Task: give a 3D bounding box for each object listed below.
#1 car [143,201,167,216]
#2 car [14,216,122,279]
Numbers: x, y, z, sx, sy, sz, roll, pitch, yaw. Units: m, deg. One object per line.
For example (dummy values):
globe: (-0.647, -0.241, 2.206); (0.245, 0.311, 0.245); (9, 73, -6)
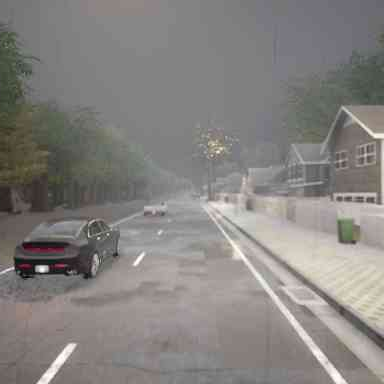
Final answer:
car: (-3.396, 1.532, 31.800); (1.895, 1.301, 4.718); (0, 0, 0)
car: (-3.399, 1.487, 9.966); (1.837, 1.490, 4.892); (0, 0, 0)
